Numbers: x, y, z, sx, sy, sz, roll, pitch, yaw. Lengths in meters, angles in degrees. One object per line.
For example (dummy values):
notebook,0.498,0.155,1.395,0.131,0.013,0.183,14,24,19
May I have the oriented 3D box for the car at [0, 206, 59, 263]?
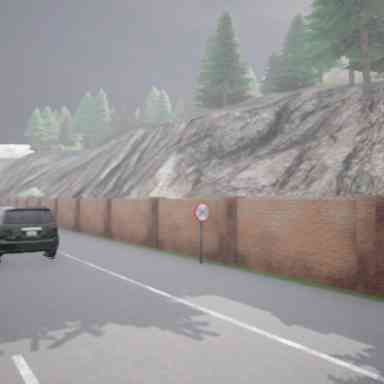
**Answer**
car,-7.187,1.568,13.665,2.150,2.045,5.566,2,-2,-37
